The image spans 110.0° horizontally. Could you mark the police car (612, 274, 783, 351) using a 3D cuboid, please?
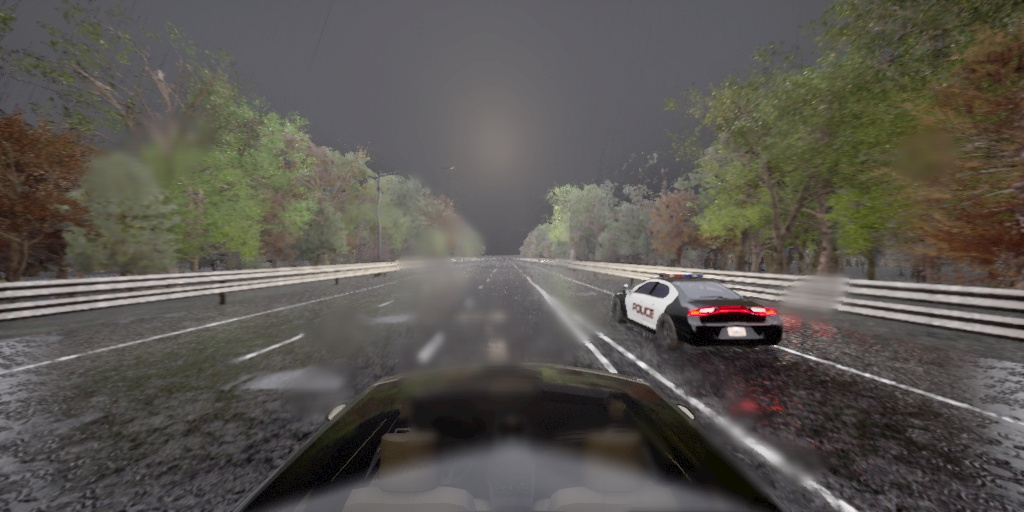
[{"bbox_3d":[4.115,1.247,9.168,2.038,1.542,4.974,0,0,-3],"label":"police car"}]
